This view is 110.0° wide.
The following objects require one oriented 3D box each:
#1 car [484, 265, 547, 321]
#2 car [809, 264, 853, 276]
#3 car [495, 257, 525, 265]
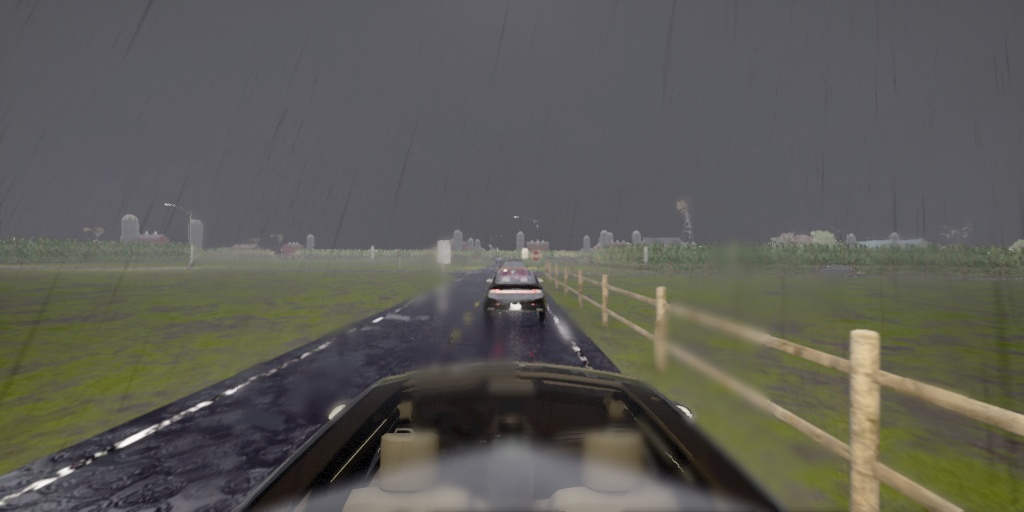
[{"bbox_3d":[0.103,1.206,12.277,2.128,1.511,4.902,0,0,0],"label":"car"},{"bbox_3d":[37.372,1.648,41.889,4.181,1.385,1.994,1,-1,0],"label":"car"},{"bbox_3d":[0.105,1.026,24.933,2.097,1.767,4.553,0,0,0],"label":"car"}]
